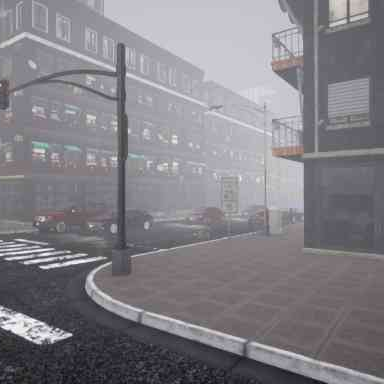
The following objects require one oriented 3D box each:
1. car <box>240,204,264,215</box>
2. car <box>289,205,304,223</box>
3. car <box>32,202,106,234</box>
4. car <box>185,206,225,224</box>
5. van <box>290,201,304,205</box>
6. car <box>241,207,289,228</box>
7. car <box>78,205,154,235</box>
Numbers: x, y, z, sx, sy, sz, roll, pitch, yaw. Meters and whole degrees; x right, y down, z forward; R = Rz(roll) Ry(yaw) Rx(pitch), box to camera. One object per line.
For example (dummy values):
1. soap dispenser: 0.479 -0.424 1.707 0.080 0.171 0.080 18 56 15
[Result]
1. car: 7.297 2.189 38.259 1.837 1.490 4.892 0 -1 36
2. car: 9.057 2.121 30.803 2.008 1.369 4.403 -2 -2 35
3. car: -7.619 1.604 21.620 2.192 1.841 5.009 -1 -2 35
4. car: 1.322 2.020 29.782 1.812 1.442 4.674 0 -1 35
5. van: 18.554 2.464 58.802 1.690 1.788 3.998 -2 -2 35
6. car: 5.786 2.048 26.153 1.802 1.307 4.206 -2 -2 35
7. car: -4.533 1.814 21.479 1.837 1.490 4.892 0 -1 35
